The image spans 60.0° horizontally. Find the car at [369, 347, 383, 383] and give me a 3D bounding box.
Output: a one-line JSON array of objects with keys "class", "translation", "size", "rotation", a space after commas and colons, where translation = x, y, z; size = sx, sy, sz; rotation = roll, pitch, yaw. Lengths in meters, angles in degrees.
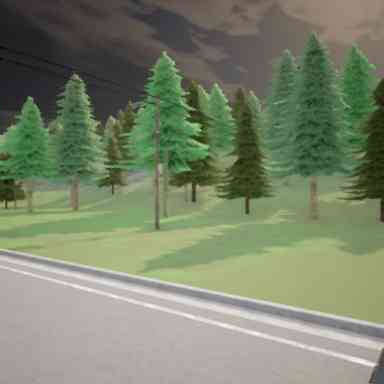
[{"class": "car", "translation": [3.679, 1.540, 1.369], "size": [5.357, 1.411, 2.033], "rotation": [0, 0, 35]}]
